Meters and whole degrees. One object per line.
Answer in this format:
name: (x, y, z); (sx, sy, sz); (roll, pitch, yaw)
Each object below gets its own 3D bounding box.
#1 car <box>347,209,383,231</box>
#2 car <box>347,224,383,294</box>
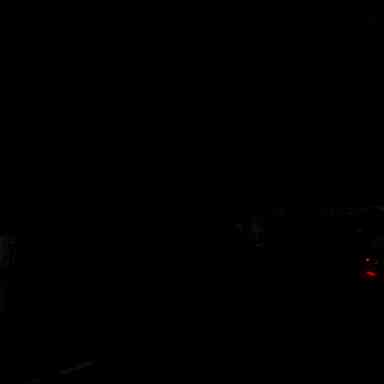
car: (9.998, 1.567, 17.645); (4.313, 1.339, 1.947); (0, 0, -36)
car: (5.689, 1.526, 7.493); (4.674, 1.442, 1.812); (0, 0, -35)
